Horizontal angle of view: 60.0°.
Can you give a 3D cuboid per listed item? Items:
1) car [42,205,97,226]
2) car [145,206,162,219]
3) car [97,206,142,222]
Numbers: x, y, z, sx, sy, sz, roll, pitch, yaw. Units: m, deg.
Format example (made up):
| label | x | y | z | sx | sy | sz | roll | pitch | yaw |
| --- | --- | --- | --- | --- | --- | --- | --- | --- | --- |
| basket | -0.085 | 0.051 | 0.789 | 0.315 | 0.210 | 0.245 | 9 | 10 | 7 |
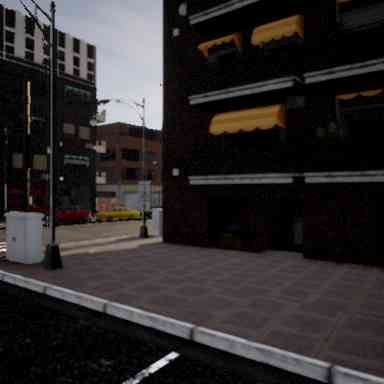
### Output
| label | x | y | z | sx | sy | sz | roll | pitch | yaw |
| --- | --- | --- | --- | --- | --- | --- | --- | --- | --- |
| car | -10.089 | 1.786 | 26.451 | 1.967 | 1.590 | 4.097 | -1 | -2 | 35 |
| car | -3.777 | 2.120 | 35.513 | 1.947 | 1.339 | 4.313 | -1 | -2 | 35 |
| car | -7.031 | 1.972 | 30.841 | 1.752 | 1.417 | 4.829 | -1 | -2 | 35 |
